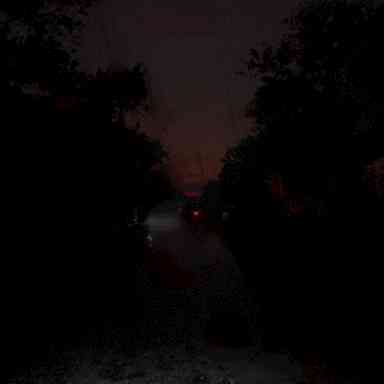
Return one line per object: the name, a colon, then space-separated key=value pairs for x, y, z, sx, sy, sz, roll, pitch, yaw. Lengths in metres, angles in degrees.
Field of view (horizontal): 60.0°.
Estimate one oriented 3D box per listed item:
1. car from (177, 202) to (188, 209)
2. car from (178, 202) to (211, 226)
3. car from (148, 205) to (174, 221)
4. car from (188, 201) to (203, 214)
car: x=-1.980 y=2.816 z=70.057 sx=2.128 sy=1.511 sz=4.902 roll=0 pitch=-2 yaw=1
car: x=0.297 y=1.528 z=24.715 sx=2.097 sy=1.767 sz=4.553 roll=0 pitch=-1 yaw=1
car: x=-2.611 y=1.808 z=29.222 sx=1.994 sy=1.385 sz=4.181 roll=0 pitch=-1 yaw=1
car: x=0.489 y=1.986 z=43.014 sx=1.882 sy=1.535 sz=5.008 roll=0 pitch=-1 yaw=1
